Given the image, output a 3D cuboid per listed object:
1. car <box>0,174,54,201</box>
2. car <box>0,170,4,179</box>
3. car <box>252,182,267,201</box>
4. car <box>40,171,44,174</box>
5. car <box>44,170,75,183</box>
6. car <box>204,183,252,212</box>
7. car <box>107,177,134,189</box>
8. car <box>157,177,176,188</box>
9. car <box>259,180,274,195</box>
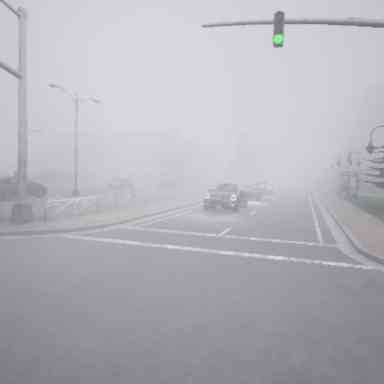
[{"bbox_3d":[-12.141,-0.300,22.884,2.007,1.523,4.514,3,3,19],"label":"car"},{"bbox_3d":[-36.013,-3.150,58.403,2.152,1.636,5.027,3,3,19],"label":"car"},{"bbox_3d":[5.458,0.030,30.949,1.994,1.385,4.181,3,3,19],"label":"car"},{"bbox_3d":[-23.936,-2.627,54.209,1.905,1.878,3.866,3,3,19],"label":"car"},{"bbox_3d":[-21.059,-2.487,53.647,1.932,1.855,4.605,3,3,19],"label":"car"},{"bbox_3d":[2.289,0.229,21.576,2.097,1.767,4.553,3,3,19],"label":"car"},{"bbox_3d":[-8.833,-1.159,41.423,1.970,1.475,3.806,3,3,19],"label":"car"},{"bbox_3d":[-3.576,-1.334,47.446,1.845,1.501,3.633,3,3,19],"label":"car"},{"bbox_3d":[8.779,-0.605,40.630,2.097,1.767,4.553,3,3,19],"label":"car"}]
